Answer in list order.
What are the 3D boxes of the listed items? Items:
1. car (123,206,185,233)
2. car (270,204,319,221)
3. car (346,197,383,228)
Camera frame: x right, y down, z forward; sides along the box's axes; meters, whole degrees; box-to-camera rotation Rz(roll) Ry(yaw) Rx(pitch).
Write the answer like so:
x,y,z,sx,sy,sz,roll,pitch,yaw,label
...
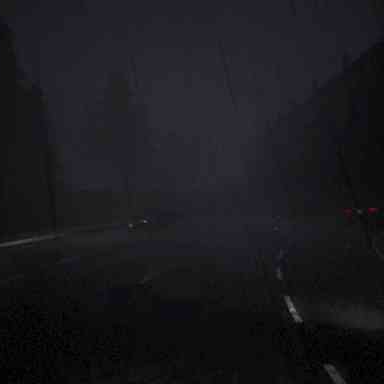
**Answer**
x,y,z,sx,sy,sz,roll,pitch,yaw,label
-2.272,1.634,20.846,2.128,1.511,4.902,0,-1,29,car
9.375,1.752,29.961,5.357,1.411,2.033,0,-1,-40,car
12.989,1.383,23.686,5.566,2.045,2.150,0,-1,-42,car
